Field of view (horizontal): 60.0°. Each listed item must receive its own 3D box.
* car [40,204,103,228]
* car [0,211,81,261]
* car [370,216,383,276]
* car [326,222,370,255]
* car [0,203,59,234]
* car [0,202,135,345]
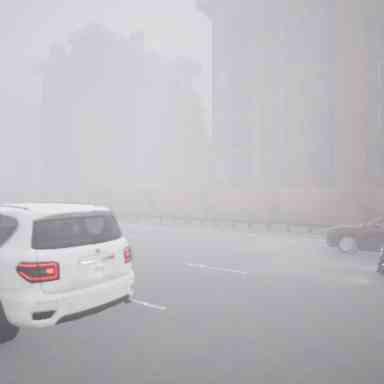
[{"bbox_3d":[-8.289,1.563,22.785,4.181,1.385,1.994,0,0,35],"label":"car"},{"bbox_3d":[-6.471,1.565,12.897,4.181,1.385,1.994,0,0,35],"label":"car"},{"bbox_3d":[6.891,1.352,7.677,4.553,1.767,2.097,0,0,35],"label":"car"},{"bbox_3d":[7.378,1.477,11.627,5.008,1.535,1.882,0,0,35],"label":"car"},{"bbox_3d":[-10.419,1.492,20.005,4.902,1.511,2.128,0,0,35],"label":"car"},{"bbox_3d":[-3.599,1.223,6.553,5.566,2.045,2.150,0,0,35],"label":"car"}]
